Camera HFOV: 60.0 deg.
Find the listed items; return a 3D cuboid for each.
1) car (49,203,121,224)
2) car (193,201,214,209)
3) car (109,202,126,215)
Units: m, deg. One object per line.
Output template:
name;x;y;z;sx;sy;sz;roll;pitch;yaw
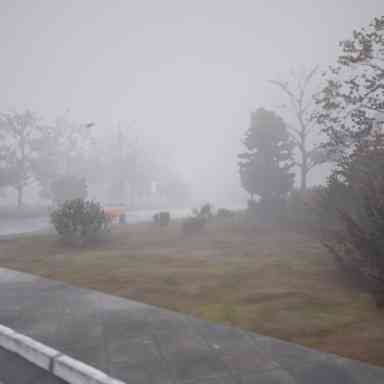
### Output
car;-8.376;1.889;25.997;2.033;1.411;5.357;-2;-1;33
car;1.965;2.241;55.742;2.128;1.511;4.902;-2;-2;32
car;-9.632;1.973;37.390;2.097;1.767;4.553;-2;-1;32
